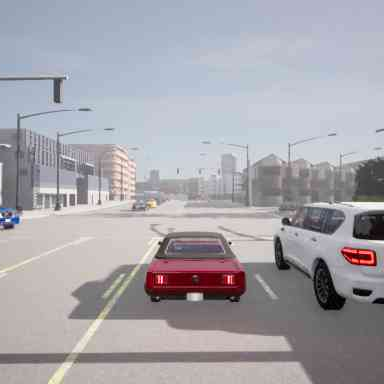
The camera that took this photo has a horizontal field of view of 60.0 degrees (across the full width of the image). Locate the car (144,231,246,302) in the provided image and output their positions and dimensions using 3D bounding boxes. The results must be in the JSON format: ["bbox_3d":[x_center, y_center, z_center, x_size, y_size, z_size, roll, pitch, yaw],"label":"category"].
[{"bbox_3d":[0.072,1.617,8.246,1.895,1.301,4.718,0,0,0],"label":"car"}]

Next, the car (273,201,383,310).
[{"bbox_3d":[3.566,1.234,7.953,2.150,2.045,5.566,0,0,0],"label":"car"}]

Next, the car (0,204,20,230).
[{"bbox_3d":[-13.213,1.318,20.360,5.566,2.045,2.150,-1,-2,21],"label":"car"}]

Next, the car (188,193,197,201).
[{"bbox_3d":[0.031,1.391,88.922,2.150,2.045,5.566,0,-1,0],"label":"car"}]

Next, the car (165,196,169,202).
[{"bbox_3d":[-6.974,1.732,75.936,2.128,1.511,4.902,0,1,0],"label":"car"}]

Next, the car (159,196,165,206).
[{"bbox_3d":[-7.008,1.856,65.697,1.837,1.490,4.892,0,1,1],"label":"car"}]

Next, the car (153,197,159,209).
[{"bbox_3d":[-7.064,1.895,55.418,1.882,1.535,5.008,0,0,0],"label":"car"}]

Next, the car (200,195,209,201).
[{"bbox_3d":[3.531,1.525,89.274,2.097,1.767,4.553,0,-1,0],"label":"car"}]

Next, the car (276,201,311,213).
[{"bbox_3d":[13.262,1.922,43.310,2.033,1.411,5.357,-1,-1,45],"label":"car"}]

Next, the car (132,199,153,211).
[{"bbox_3d":[-7.077,1.856,46.035,2.128,1.511,4.902,0,0,1],"label":"car"}]
